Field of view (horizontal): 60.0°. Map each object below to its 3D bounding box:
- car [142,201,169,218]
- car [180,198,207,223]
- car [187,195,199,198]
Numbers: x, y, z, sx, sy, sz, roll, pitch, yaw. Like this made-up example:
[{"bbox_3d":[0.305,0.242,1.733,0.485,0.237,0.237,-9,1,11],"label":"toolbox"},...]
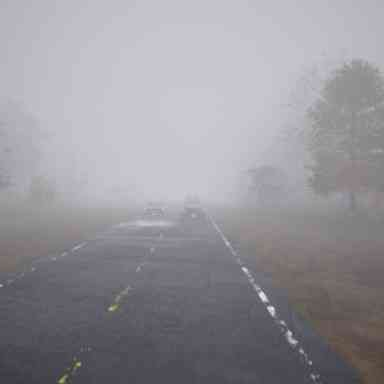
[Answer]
[{"bbox_3d":[-3.103,1.453,28.889,1.895,1.301,4.718,0,0,0],"label":"car"},{"bbox_3d":[0.101,1.400,24.496,1.812,1.442,4.674,0,0,0],"label":"car"},{"bbox_3d":[0.094,1.140,41.335,2.097,1.767,4.553,0,0,0],"label":"car"}]
